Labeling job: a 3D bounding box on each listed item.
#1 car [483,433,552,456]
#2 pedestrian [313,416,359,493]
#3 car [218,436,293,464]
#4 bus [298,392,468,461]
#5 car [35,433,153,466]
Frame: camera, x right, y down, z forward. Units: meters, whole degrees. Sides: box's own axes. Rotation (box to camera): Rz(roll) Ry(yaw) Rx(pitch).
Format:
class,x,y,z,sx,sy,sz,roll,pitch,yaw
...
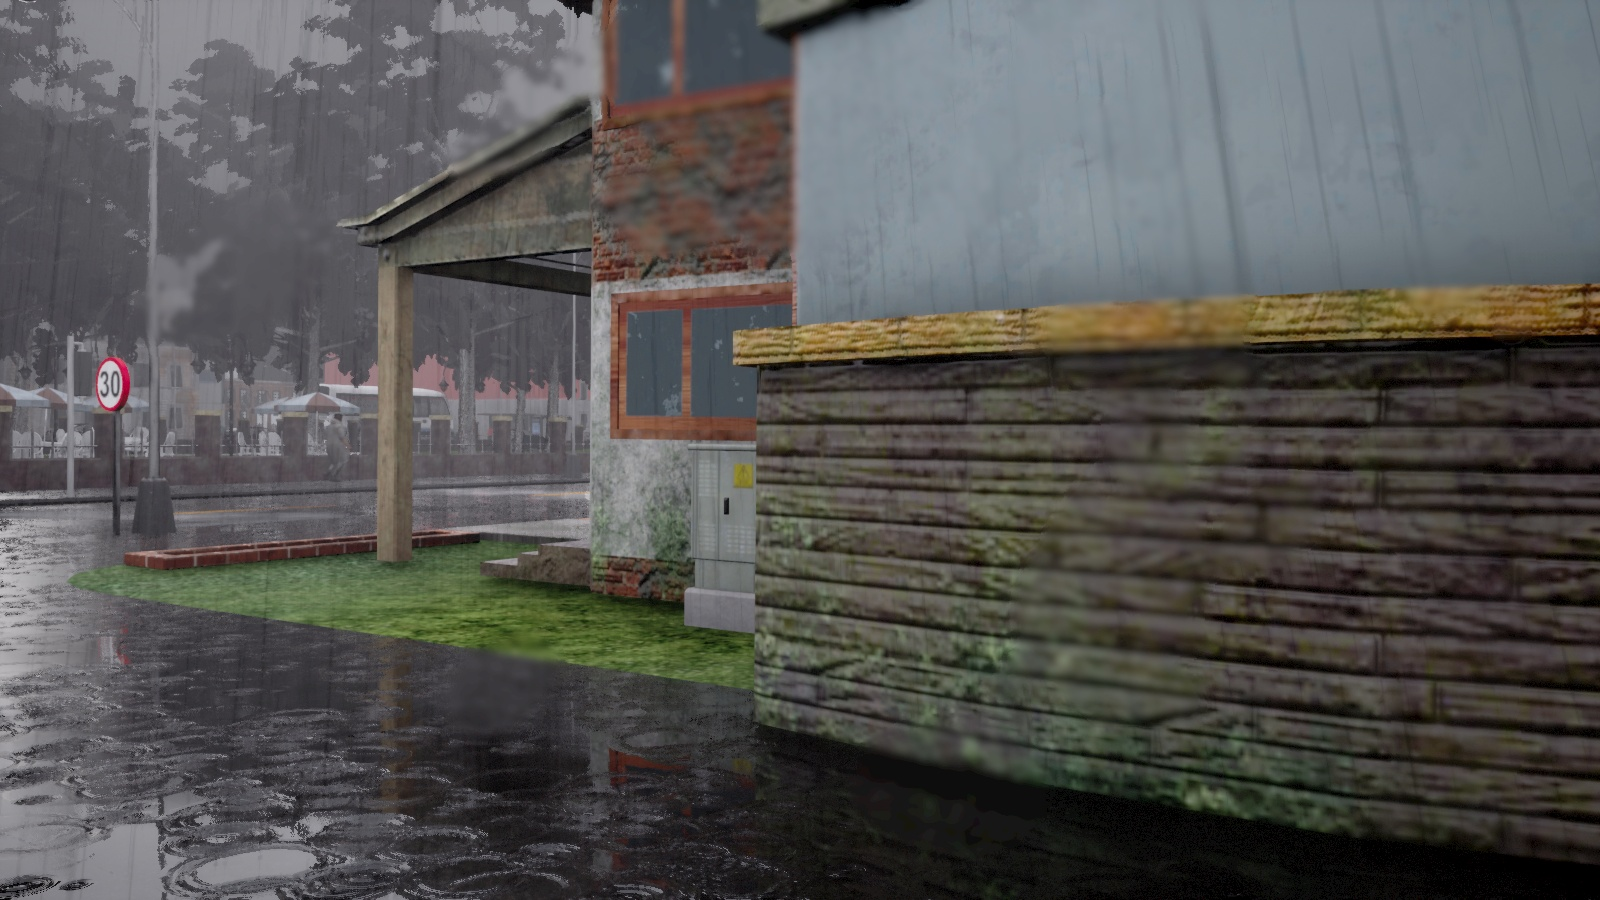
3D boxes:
class,x,y,z,sx,sy,sz,roll,pitch,yaw
car,-20.658,-0.409,92.079,2.033,1.649,4.856,0,1,33
pedestrian,-11.950,0.108,32.351,0.659,1.952,0.873,0,1,35
car,-32.264,-0.015,74.493,1.789,1.549,3.705,0,1,33
bus,-27.106,-1.524,82.317,3.944,4.253,10.273,0,1,33
car,-37.408,-0.062,66.681,2.152,1.651,5.027,0,1,33
